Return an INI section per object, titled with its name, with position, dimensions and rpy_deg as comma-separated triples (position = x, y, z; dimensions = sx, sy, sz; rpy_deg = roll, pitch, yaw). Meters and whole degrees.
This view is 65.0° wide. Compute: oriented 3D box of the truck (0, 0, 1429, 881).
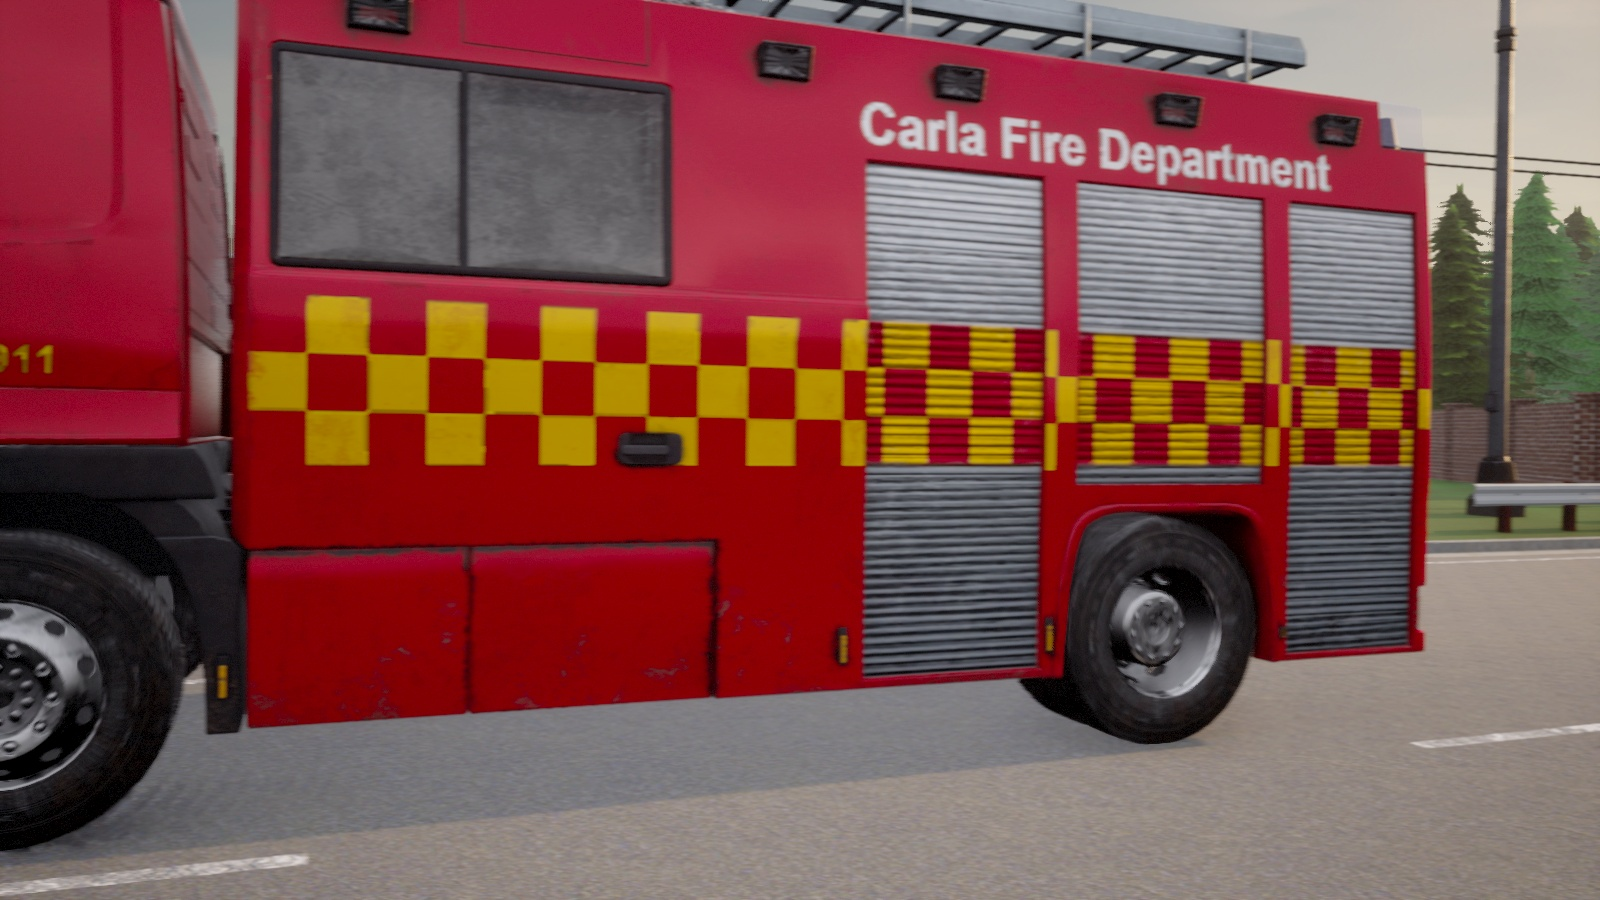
[truck]
position = -1.115, -0.457, 6.544
dimensions = 8.468, 3.827, 2.891
rpy_deg = -1, 1, -21
